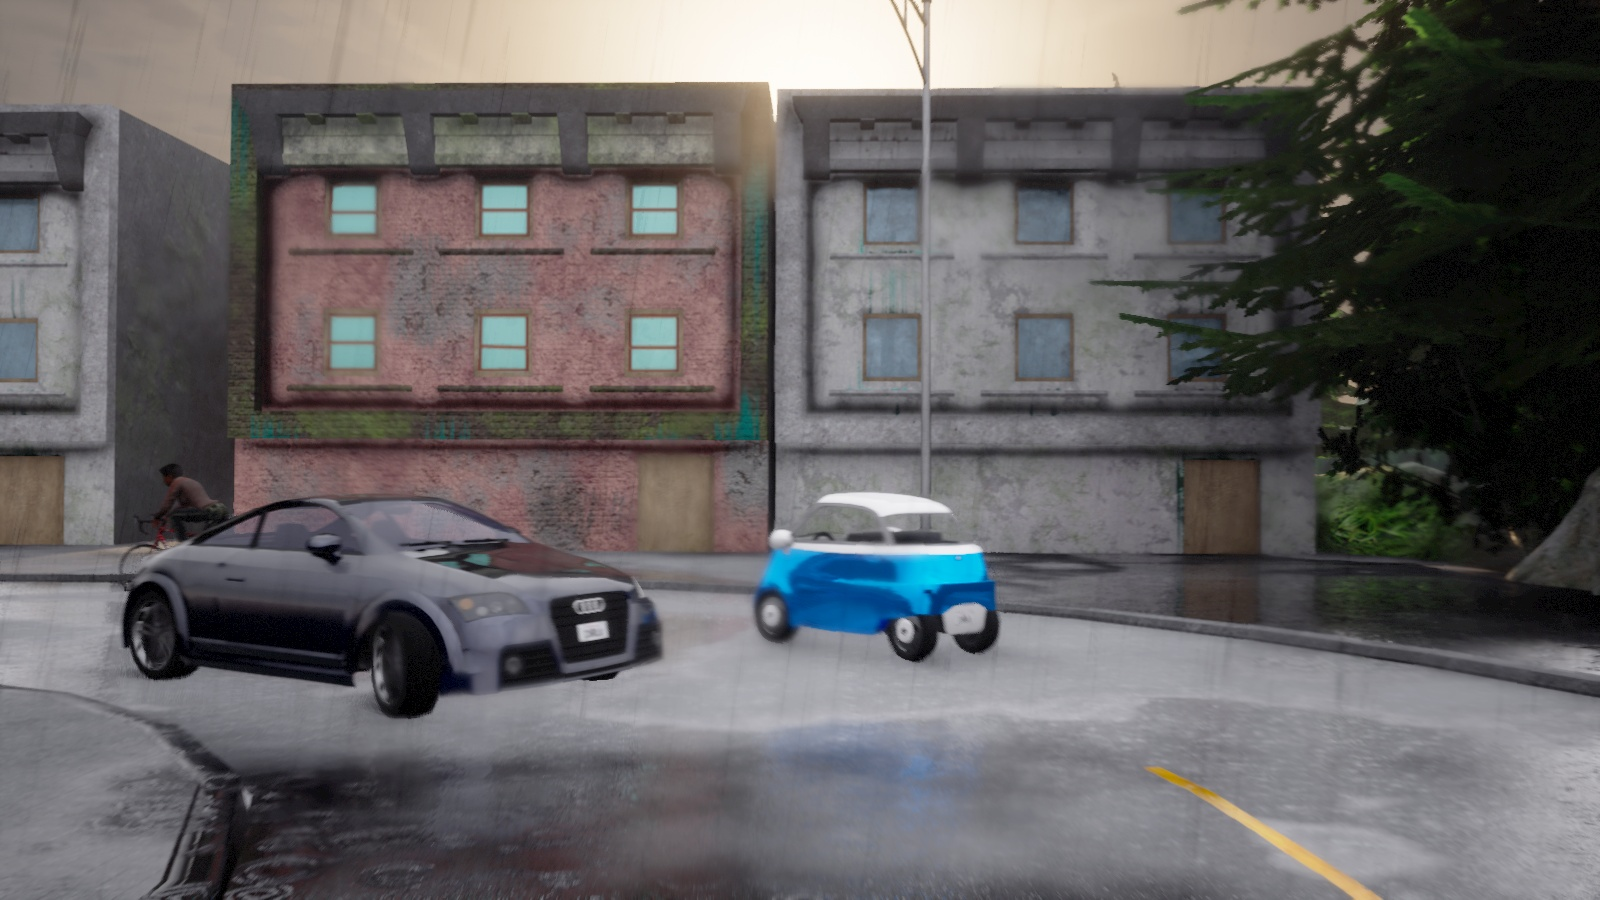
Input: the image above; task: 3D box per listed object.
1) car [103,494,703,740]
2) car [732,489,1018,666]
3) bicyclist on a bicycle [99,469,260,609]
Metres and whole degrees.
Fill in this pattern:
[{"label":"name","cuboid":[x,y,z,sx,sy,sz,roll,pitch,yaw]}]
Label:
[{"label":"car","cuboid":[-3.009,1.049,9.334,4.181,1.385,1.994,-1,-1,32]},{"label":"car","cuboid":[0.636,1.059,11.360,1.481,1.376,2.207,1,-1,-39]},{"label":"bicyclist on a bicycle","cuboid":[-7.382,1.049,14.958,1.656,1.620,0.582,-1,0,7]}]
